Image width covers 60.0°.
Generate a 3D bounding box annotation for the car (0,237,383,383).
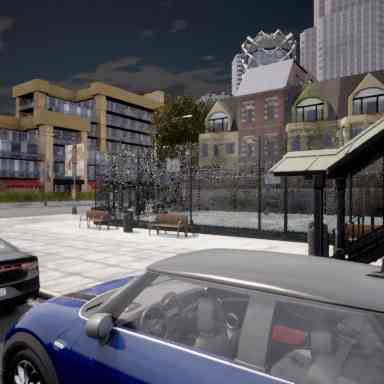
[{"bbox_3d":[0.187,1.354,3.170,4.553,1.767,2.185,0,0,35],"label":"car"}]
